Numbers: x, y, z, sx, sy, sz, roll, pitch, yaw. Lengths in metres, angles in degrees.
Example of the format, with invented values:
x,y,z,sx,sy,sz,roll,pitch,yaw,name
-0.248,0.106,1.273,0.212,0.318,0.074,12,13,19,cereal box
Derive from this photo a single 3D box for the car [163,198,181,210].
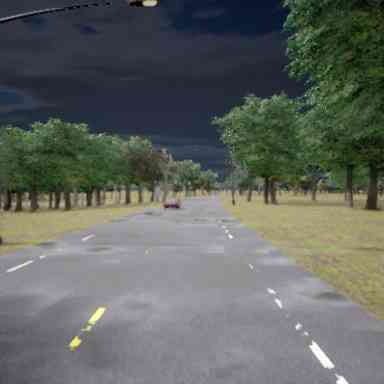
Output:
x,y,z,sx,sy,sz,roll,pitch,yaw,name
-2.502,1.462,42.684,1.882,1.535,5.008,0,0,3,car
